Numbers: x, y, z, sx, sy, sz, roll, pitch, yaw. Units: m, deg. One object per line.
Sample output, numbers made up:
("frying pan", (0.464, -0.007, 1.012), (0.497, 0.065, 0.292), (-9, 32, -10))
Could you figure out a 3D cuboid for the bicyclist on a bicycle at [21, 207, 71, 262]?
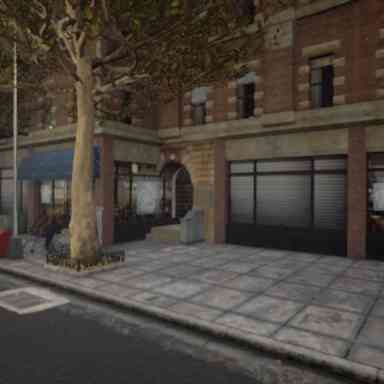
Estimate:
("bicyclist on a bicycle", (-4.416, 1.268, 10.189), (0.582, 1.620, 1.656), (0, 0, 36))
